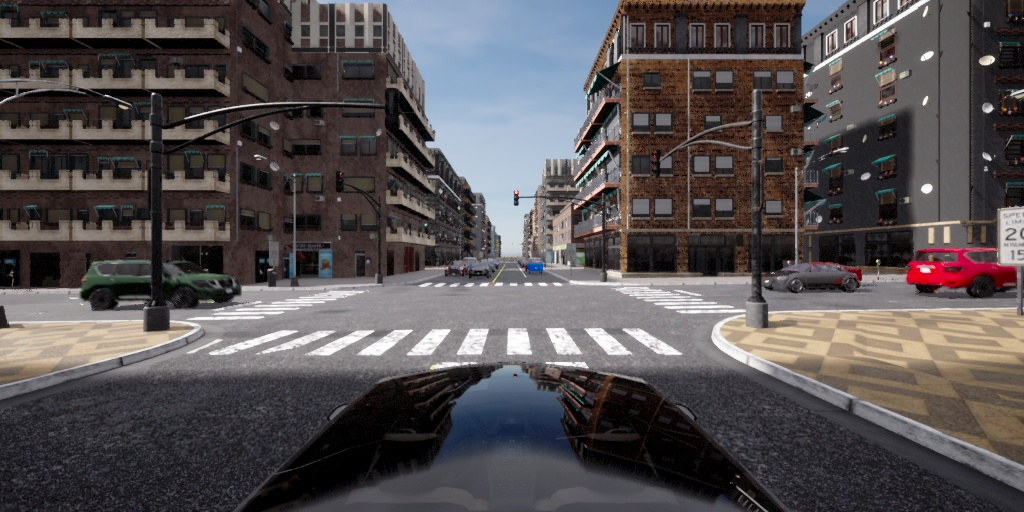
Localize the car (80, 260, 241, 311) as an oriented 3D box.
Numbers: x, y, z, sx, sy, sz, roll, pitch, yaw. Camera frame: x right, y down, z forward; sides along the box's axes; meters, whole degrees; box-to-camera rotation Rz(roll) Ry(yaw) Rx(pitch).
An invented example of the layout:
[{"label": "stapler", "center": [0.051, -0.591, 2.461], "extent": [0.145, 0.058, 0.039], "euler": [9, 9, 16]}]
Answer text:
[{"label": "car", "center": [-14.931, 1.175, 15.404], "extent": [5.566, 2.045, 2.150], "euler": [-1, 0, 0]}]

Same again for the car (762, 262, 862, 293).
[{"label": "car", "center": [15.026, 1.088, 18.325], "extent": [4.181, 1.385, 1.994], "euler": [-1, 0, 0]}]

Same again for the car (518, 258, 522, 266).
[{"label": "car", "center": [2.450, 1.301, 58.215], "extent": [1.948, 1.339, 4.313], "euler": [0, 0, 0]}]

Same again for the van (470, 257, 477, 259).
[{"label": "van", "center": [-5.504, 1.079, 47.036], "extent": [1.690, 1.789, 3.998], "euler": [0, 0, 0]}]

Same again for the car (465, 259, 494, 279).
[{"label": "car", "center": [-2.912, 1.248, 33.161], "extent": [1.837, 1.490, 4.892], "euler": [0, 0, 0]}]

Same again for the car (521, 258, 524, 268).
[{"label": "car", "center": [2.565, 1.284, 47.053], "extent": [1.888, 1.381, 4.507], "euler": [0, 0, 0]}]

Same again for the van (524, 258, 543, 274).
[{"label": "van", "center": [2.613, 1.081, 40.849], "extent": [1.690, 1.789, 3.998], "euler": [0, 0, 0]}]

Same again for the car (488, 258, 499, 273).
[{"label": "car", "center": [-2.939, 1.287, 43.063], "extent": [2.033, 1.411, 5.357], "euler": [0, 0, -1]}]

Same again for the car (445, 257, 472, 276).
[{"label": "car", "center": [-5.515, 1.182, 35.872], "extent": [1.967, 1.591, 4.097], "euler": [0, 0, 0]}]

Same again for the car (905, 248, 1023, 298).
[{"label": "car", "center": [20.529, 0.672, 15.490], "extent": [5.566, 2.045, 2.150], "euler": [-1, 0, 0]}]
